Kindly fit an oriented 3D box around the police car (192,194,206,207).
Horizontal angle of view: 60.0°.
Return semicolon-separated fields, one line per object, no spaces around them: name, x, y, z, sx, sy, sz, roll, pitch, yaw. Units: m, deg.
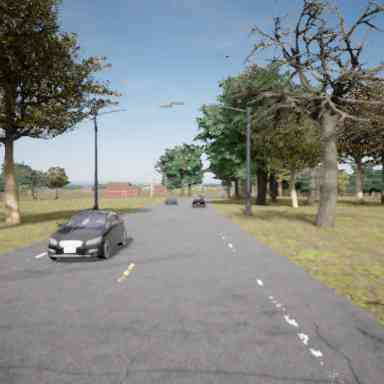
police car;0.985;1.359;48.550;1.930;1.638;5.238;0;0;1

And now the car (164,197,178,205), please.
car;-3.416;1.476;54.823;1.994;1.385;4.181;0;0;3

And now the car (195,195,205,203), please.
car;1.569;1.384;64.369;1.837;1.490;4.892;0;0;3

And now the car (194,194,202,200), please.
car;1.516;1.194;81.242;1.812;1.442;4.674;0;0;4

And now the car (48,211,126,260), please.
car;-3.716;1.490;12.501;2.128;1.511;4.902;0;0;-1

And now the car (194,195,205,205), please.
car;1.308;1.378;58.398;1.882;1.535;5.008;0;0;2
